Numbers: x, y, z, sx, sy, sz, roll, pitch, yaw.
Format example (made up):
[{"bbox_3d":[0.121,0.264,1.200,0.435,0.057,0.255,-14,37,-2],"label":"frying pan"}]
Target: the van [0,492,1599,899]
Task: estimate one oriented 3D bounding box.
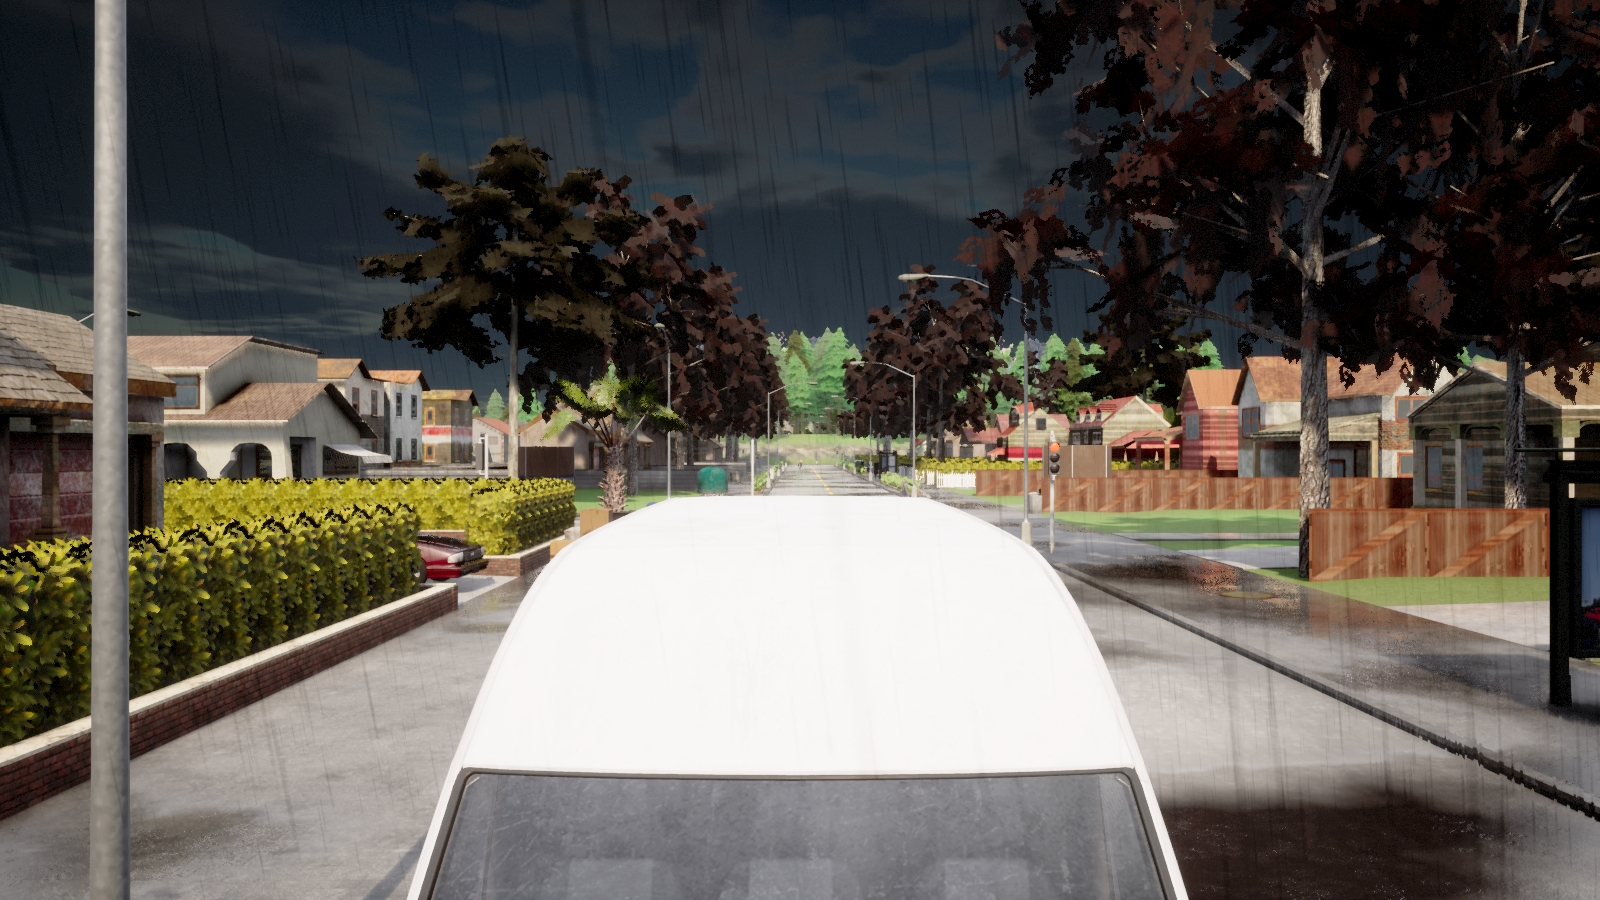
[{"bbox_3d":[0.002,1.537,4.030,1.988,2.561,5.915,0,0,0],"label":"van"}]
